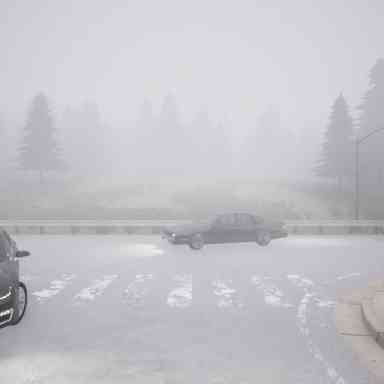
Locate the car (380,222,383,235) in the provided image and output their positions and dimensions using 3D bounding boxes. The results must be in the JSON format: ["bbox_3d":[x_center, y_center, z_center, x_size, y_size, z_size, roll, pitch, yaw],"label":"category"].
[{"bbox_3d":[11.236,1.492,15.111,4.902,1.511,2.128,0,0,0],"label":"car"}]

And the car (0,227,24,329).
[{"bbox_3d":[-4.458,1.505,6.589,1.837,1.490,4.892,0,0,-28],"label":"car"}]

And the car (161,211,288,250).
[{"bbox_3d":[1.457,1.547,14.231,5.357,1.411,2.033,0,0,-20],"label":"car"}]
